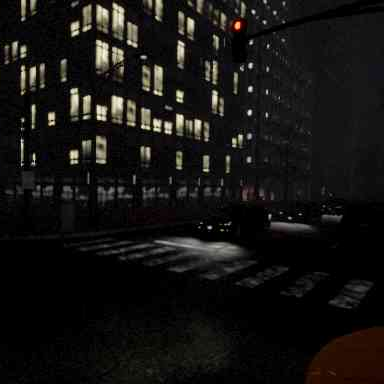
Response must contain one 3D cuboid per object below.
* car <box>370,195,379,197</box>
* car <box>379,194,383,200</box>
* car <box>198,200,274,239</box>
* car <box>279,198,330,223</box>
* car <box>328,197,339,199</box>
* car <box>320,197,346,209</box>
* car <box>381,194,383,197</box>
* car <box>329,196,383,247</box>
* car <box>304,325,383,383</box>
[{"bbox_3d":[34.460,1.283,64.302,1.802,1.307,4.206,1,1,36],"label":"car"},{"bbox_3d":[47.873,1.226,82.432,2.008,1.369,4.403,1,1,36],"label":"car"},{"bbox_3d":[2.248,1.316,16.457,1.837,1.490,4.892,2,1,38],"label":"car"},{"bbox_3d":[8.111,1.355,24.325,2.033,1.411,5.357,2,1,37],"label":"car"},{"bbox_3d":[14.049,1.308,32.333,1.837,1.490,4.892,2,1,36],"label":"car"},{"bbox_3d":[17.694,1.293,41.639,1.947,1.339,4.313,1,1,36],"label":"car"},{"bbox_3d":[37.813,1.246,68.835,2.008,1.369,4.403,1,1,36],"label":"car"},{"bbox_3d":[7.667,1.282,13.992,2.192,1.841,5.009,1,1,36],"label":"car"},{"bbox_3d":[3.071,1.437,1.477,5.008,1.535,1.882,-1,0,36],"label":"car"}]
